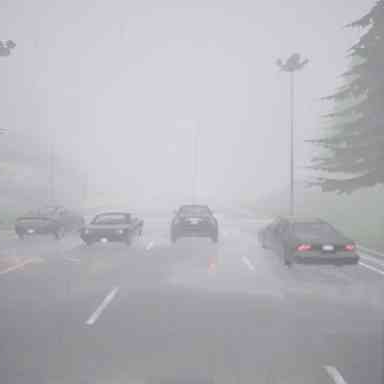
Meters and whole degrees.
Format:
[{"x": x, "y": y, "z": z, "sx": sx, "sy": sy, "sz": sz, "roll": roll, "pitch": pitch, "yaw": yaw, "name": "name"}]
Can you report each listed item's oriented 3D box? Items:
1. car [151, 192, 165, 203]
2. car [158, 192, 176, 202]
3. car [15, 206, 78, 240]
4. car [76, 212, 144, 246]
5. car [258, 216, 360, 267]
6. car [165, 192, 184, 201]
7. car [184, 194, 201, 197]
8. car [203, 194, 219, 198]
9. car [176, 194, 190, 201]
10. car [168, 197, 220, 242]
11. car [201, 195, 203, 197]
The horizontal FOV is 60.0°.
[{"x": -6.916, "y": 1.352, "z": 65.183, "sx": 2.128, "sy": 1.511, "sz": 4.902, "roll": 0, "pitch": 0, "yaw": 2, "name": "car"}, {"x": -5.563, "y": 1.057, "z": 75.218, "sx": 2.150, "sy": 2.045, "sz": 5.566, "roll": 0, "pitch": 0, "yaw": 17, "name": "car"}, {"x": -6.887, "y": 1.455, "z": 16.647, "sx": 2.128, "sy": 1.511, "sz": 4.902, "roll": 0, "pitch": 0, "yaw": 0, "name": "car"}, {"x": -3.388, "y": 1.568, "z": 15.082, "sx": 1.895, "sy": 1.301, "sz": 4.718, "roll": 0, "pitch": 0, "yaw": 0, "name": "car"}, {"x": 3.608, "y": 1.523, "z": 11.322, "sx": 2.033, "sy": 1.411, "sz": 5.357, "roll": 0, "pitch": 0, "yaw": 0, "name": "car"}, {"x": -3.421, "y": 1.082, "z": 64.810, "sx": 2.150, "sy": 2.045, "sz": 5.566, "roll": 0, "pitch": 0, "yaw": 2, "name": "car"}, {"x": 0.070, "y": 1.213, "z": 64.379, "sx": 2.097, "sy": 1.767, "sz": 4.553, "roll": 0, "pitch": 0, "yaw": 2, "name": "car"}, {"x": 3.564, "y": 1.410, "z": 64.018, "sx": 2.033, "sy": 1.411, "sz": 5.357, "roll": 0, "pitch": 0, "yaw": 2, "name": "car"}, {"x": -1.984, "y": 1.190, "z": 75.138, "sx": 1.837, "sy": 1.490, "sz": 4.892, "roll": 0, "pitch": 0, "yaw": 17, "name": "car"}, {"x": 0.113, "y": 1.316, "z": 16.392, "sx": 2.097, "sy": 1.767, "sz": 4.553, "roll": 0, "pitch": 0, "yaw": 0, "name": "car"}, {"x": 1.419, "y": 1.196, "z": 74.317, "sx": 1.837, "sy": 1.490, "sz": 4.892, "roll": 0, "pitch": 0, "yaw": 17, "name": "car"}]
